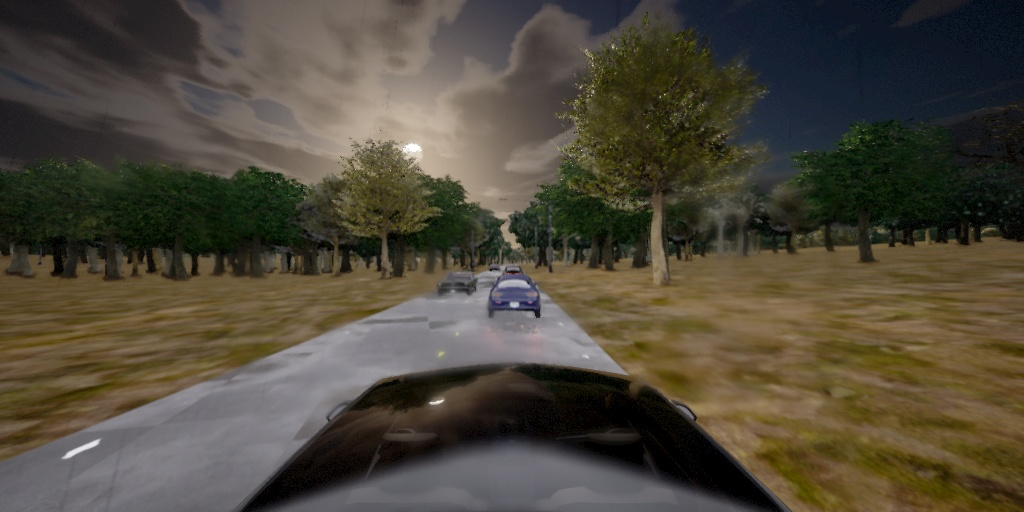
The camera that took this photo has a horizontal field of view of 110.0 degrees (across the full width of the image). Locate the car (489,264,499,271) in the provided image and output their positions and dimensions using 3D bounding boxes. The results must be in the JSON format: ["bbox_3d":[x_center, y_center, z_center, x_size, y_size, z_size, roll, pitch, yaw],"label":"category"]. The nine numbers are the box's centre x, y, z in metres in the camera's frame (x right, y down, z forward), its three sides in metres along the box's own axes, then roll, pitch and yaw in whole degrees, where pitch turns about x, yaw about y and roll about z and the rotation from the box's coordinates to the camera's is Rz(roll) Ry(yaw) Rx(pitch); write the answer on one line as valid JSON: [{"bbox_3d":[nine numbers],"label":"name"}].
[{"bbox_3d":[-3.013,2.073,62.289,2.033,1.411,5.357,0,-1,1],"label":"car"}]

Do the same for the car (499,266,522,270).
[{"bbox_3d":[0.103,1.614,31.156,1.837,1.490,4.892,0,-1,0],"label":"car"}]

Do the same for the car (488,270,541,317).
[{"bbox_3d":[0.088,1.423,13.823,1.812,1.442,4.674,0,-1,0],"label":"car"}]

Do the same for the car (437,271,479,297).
[{"bbox_3d":[-3.097,1.586,21.071,1.895,1.301,4.718,0,-1,0],"label":"car"}]
